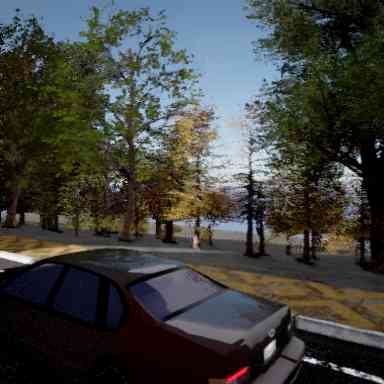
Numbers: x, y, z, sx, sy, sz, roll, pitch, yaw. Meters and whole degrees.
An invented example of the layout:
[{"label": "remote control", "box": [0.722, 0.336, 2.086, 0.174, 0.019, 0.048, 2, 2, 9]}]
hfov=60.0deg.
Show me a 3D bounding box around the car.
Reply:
[{"label": "car", "box": [-1.316, 1.532, 4.602, 5.357, 1.411, 2.033, 0, 0, 35]}]
